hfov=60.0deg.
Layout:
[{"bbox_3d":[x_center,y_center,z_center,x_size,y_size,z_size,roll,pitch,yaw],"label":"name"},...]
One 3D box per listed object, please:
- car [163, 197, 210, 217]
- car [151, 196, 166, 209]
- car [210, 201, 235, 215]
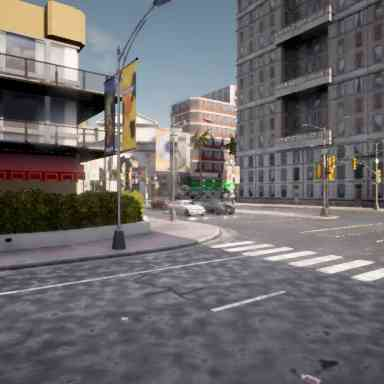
[{"bbox_3d":[-0.623,1.526,32.117,1.812,1.442,4.674,0,0,-35],"label":"car"},{"bbox_3d":[-3.417,1.352,42.211,2.097,1.767,4.553,0,0,-35],"label":"car"},{"bbox_3d":[2.449,1.564,33.837,1.994,1.385,4.181,0,0,-35],"label":"car"}]
